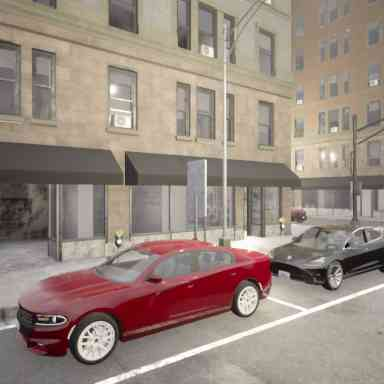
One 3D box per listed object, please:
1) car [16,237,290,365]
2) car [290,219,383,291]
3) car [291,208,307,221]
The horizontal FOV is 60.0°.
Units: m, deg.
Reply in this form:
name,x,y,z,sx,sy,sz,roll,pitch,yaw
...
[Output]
name,x,y,z,sx,sy,sz,roll,pitch,yaw
car,-0.542,1.545,5.818,4.507,1.381,1.887,0,0,-36
car,3.915,1.566,9.060,4.313,1.339,1.947,0,0,-36
car,6.472,1.546,25.736,1.882,1.535,5.008,0,0,-36
